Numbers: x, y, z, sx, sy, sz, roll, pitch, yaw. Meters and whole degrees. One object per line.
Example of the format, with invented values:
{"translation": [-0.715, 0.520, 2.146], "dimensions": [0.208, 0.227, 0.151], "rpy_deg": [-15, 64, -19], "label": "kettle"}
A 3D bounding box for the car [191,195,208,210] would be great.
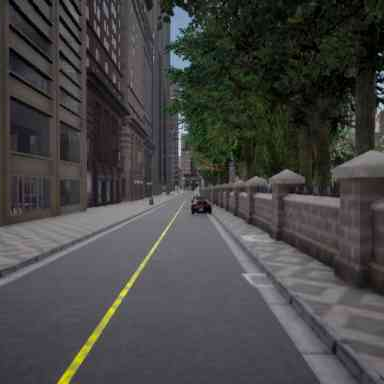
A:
{"translation": [0.897, 1.306, 43.186], "dimensions": [2.097, 1.767, 4.553], "rpy_deg": [0, 0, 0], "label": "car"}

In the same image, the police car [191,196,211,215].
{"translation": [0.899, 1.406, 33.328], "dimensions": [1.930, 1.638, 5.238], "rpy_deg": [0, 0, 0], "label": "police car"}
